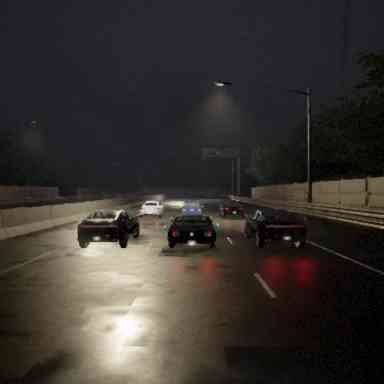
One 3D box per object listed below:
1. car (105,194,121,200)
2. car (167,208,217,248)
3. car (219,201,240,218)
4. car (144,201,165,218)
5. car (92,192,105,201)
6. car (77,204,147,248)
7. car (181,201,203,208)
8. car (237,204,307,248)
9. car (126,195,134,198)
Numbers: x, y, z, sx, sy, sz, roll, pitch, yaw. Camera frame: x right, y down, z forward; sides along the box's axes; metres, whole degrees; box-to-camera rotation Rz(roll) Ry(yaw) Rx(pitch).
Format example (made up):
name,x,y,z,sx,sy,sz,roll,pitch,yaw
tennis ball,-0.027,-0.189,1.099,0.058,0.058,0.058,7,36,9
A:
name,x,y,z,sx,sy,sz,roll,pitch,yaw
car,-17.499,1.244,75.501,2.097,1.767,4.553,0,0,0
car,0.000,1.608,14.681,1.895,1.301,4.718,0,0,0
car,3.500,1.512,29.652,1.812,1.442,4.674,0,0,0
car,-3.499,1.512,29.652,1.812,1.442,4.674,0,0,0
car,-20.999,1.114,75.441,2.150,2.045,5.566,0,0,0
car,-3.500,1.487,14.650,2.128,1.511,4.902,0,0,0
car,0.000,1.542,29.652,2.033,1.411,5.357,0,0,0
car,3.500,1.487,14.650,2.128,1.511,4.902,0,0,0
car,-13.999,1.413,75.471,1.812,1.442,4.674,0,0,0
